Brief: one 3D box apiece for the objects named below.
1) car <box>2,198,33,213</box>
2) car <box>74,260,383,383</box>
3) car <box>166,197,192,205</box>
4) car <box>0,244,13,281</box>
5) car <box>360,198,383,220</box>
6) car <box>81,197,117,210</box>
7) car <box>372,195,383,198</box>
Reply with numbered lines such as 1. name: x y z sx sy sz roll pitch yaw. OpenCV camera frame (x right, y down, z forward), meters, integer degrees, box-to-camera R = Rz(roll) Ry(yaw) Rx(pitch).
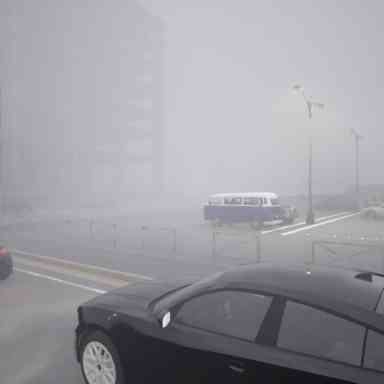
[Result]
1. car: -18.776 1.422 33.579 1.882 1.535 5.008 0 0 36
2. car: 0.836 1.478 3.399 5.008 1.535 1.882 0 0 36
3. car: -2.143 1.492 56.871 2.033 1.411 5.357 0 0 36
4. car: -6.485 1.564 8.610 4.181 1.385 1.994 0 0 36
5. car: 14.701 1.395 24.750 3.806 1.475 1.970 0 0 36
6. car: -12.019 1.422 43.067 1.882 1.535 5.008 0 0 35
7. car: 17.926 1.153 29.302 4.605 1.855 1.932 0 0 36
